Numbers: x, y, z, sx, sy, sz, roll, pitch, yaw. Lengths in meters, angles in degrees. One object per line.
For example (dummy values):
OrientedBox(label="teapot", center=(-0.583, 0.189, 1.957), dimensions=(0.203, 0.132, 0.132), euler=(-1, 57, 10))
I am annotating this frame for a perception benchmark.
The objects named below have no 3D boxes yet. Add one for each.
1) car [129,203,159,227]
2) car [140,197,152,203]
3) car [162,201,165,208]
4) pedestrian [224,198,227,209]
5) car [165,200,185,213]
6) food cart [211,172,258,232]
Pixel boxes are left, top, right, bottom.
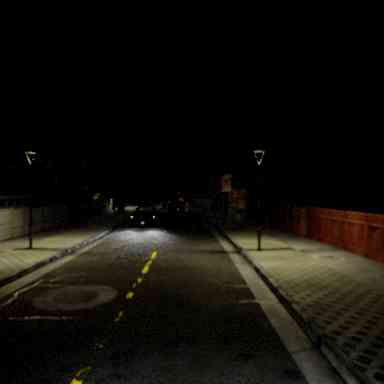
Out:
OrientedBox(label="car", center=(-3.361, 1.740, 24.047), dimensions=(1.895, 1.301, 4.718), euler=(0, 0, -4))
OrientedBox(label="car", center=(-9.080, 1.831, 65.095), dimensions=(2.097, 1.767, 4.553), euler=(0, -1, -12))
OrientedBox(label="car", center=(-3.715, 1.915, 53.691), dimensions=(2.033, 1.411, 5.357), euler=(0, -1, -12))
OrientedBox(label="pedestrian", center=(2.508, 1.318, 24.894), dimensions=(0.375, 1.860, 0.375), euler=(0, 0, -12))
OrientedBox(label="car", center=(-1.952, 1.762, 40.850), dimensions=(1.837, 1.490, 4.892), euler=(0, -1, -8))
OrientedBox(label="food cart", center=(2.678, 0.590, 22.117), dimensions=(2.280, 3.560, 4.660), euler=(0, 0, -3))
